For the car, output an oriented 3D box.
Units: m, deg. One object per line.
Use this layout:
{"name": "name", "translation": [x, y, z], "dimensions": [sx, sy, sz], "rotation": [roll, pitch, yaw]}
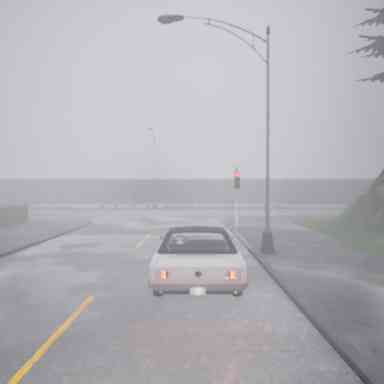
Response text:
{"name": "car", "translation": [0.118, 1.484, 8.251], "dimensions": [1.895, 1.301, 4.718], "rotation": [0, 1, 0]}
